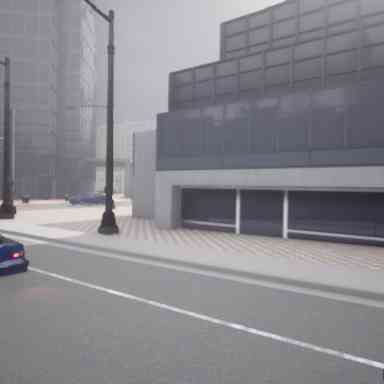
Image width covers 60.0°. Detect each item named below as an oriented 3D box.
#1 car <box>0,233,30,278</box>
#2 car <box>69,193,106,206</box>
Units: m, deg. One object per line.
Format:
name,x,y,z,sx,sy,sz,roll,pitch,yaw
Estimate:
car,-6.335,1.412,8.597,5.357,1.411,2.033,1,1,36
car,-12.746,0.848,41.132,1.882,1.535,5.008,2,1,37
